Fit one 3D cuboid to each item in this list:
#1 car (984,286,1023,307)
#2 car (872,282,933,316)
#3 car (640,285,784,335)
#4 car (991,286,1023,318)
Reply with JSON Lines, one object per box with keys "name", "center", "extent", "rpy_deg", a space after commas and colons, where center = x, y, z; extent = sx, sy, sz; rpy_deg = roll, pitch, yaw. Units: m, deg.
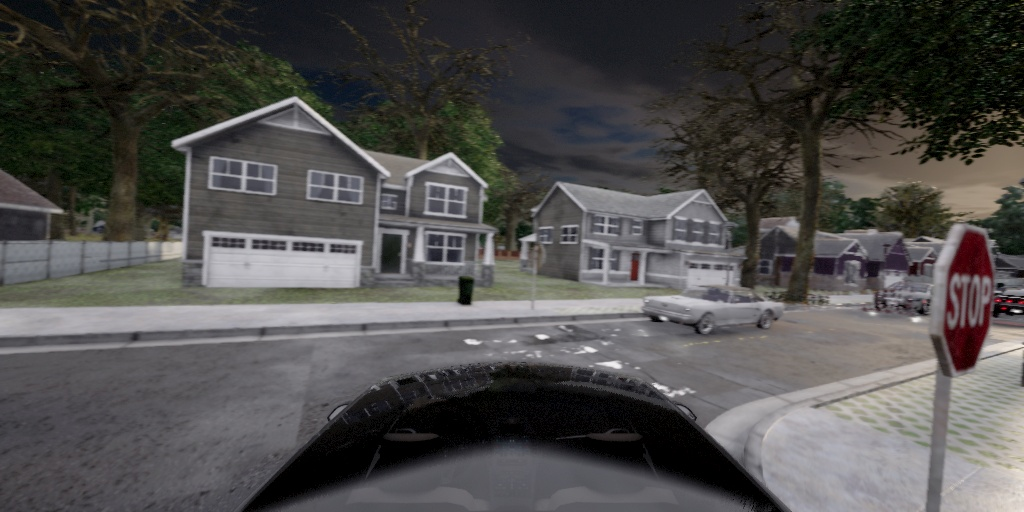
{"name": "car", "center": [37.965, 2.991, 27.073], "extent": [4.718, 1.301, 1.895], "rpy_deg": [2, 1, -26]}
{"name": "car", "center": [20.897, 2.141, 18.699], "extent": [4.902, 1.511, 2.128], "rpy_deg": [2, 1, -26]}
{"name": "car", "center": [6.450, 1.611, 11.531], "extent": [4.718, 1.301, 1.895], "rpy_deg": [3, 1, -26]}
{"name": "car", "center": [25.775, 2.417, 17.837], "extent": [4.892, 1.490, 1.837], "rpy_deg": [2, 1, -26]}
